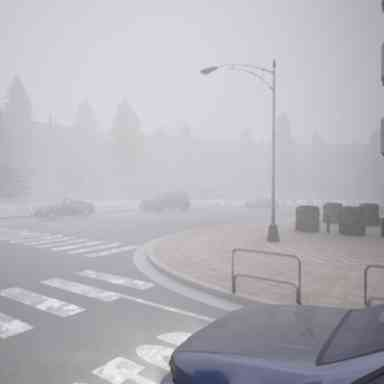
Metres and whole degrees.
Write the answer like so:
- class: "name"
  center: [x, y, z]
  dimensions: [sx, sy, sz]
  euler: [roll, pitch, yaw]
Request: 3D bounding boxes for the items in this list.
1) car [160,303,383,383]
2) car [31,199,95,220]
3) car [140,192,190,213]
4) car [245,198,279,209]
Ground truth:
- class: "car"
  center: [2.315, 1.552, 2.325]
  dimensions: [5.357, 1.411, 2.033]
  euler: [0, 0, 36]
- class: "car"
  center: [-9.856, 1.276, 25.745]
  dimensions: [2.128, 1.511, 4.902]
  euler: [1, 0, 37]
- class: "car"
  center: [-2.668, 1.015, 34.236]
  dimensions: [5.566, 2.045, 2.150]
  euler: [0, 0, -42]
- class: "car"
  center: [8.620, 1.390, 41.091]
  dimensions: [4.181, 1.385, 1.994]
  euler: [0, 0, -20]
